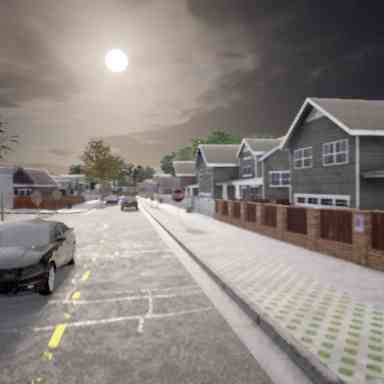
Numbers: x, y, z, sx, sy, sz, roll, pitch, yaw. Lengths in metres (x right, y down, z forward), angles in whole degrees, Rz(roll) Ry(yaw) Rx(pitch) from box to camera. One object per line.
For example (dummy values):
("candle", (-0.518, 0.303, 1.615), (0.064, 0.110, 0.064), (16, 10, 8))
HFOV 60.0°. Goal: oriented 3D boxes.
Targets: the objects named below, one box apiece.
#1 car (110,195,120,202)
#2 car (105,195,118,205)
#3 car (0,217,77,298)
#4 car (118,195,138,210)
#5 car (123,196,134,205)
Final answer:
("car", (-16.741, 1.417, 72.449), (1.882, 1.535, 5.008), (-1, 0, -11))
("car", (-13.827, 1.415, 57.408), (1.882, 1.535, 5.008), (-1, 0, -11))
("car", (-4.294, 1.496, 8.749), (1.882, 1.535, 5.008), (-1, 0, -11))
("car", (-8.026, 1.254, 42.736), (2.097, 1.767, 4.553), (-1, 0, -11))
("car", (-11.324, 1.419, 59.610), (1.812, 1.442, 4.674), (-1, 0, -11))
